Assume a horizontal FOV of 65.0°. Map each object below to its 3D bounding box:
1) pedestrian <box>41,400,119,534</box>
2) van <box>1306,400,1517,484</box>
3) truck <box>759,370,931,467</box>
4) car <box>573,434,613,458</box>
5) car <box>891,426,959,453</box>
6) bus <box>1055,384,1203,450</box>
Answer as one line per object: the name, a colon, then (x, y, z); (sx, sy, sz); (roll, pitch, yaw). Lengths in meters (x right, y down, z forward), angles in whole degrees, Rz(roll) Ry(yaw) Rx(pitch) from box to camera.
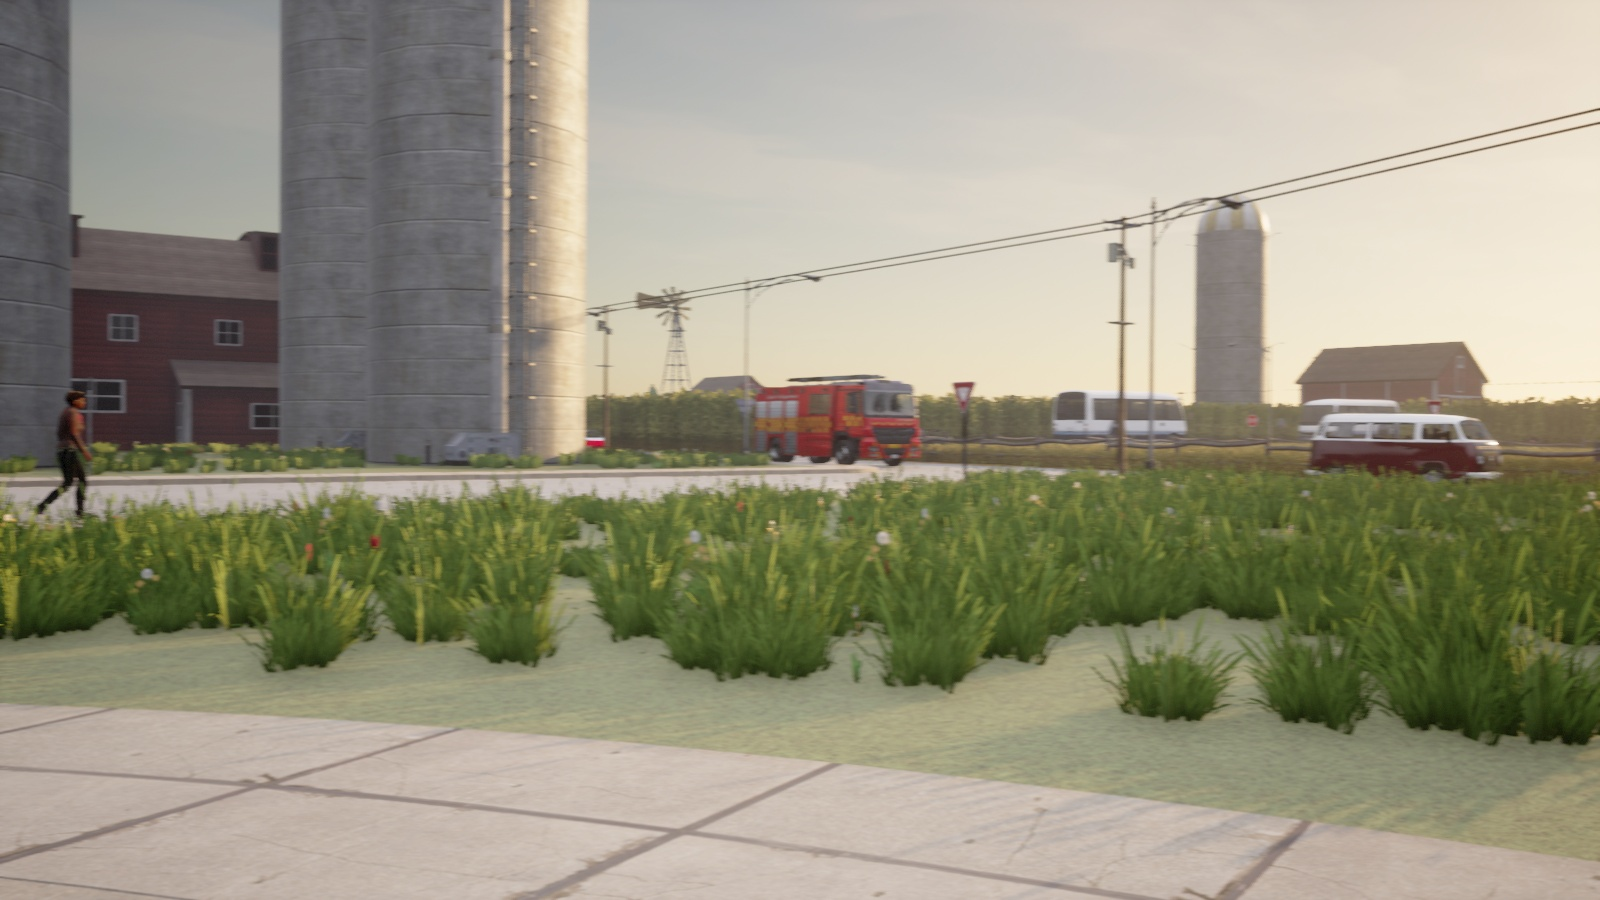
pedestrian: (-9.902, 0.217, 17.271); (0.869, 1.805, 0.328); (-1, 1, -36)
van: (15.806, -0.221, 32.634); (2.069, 2.038, 4.480); (-1, 1, -40)
truck: (1.731, -1.291, 53.490); (2.891, 3.827, 8.468); (-1, 1, -34)
car: (-12.210, -0.249, 73.939); (1.481, 1.376, 2.207); (-1, 0, -34)
car: (7.898, -0.692, 79.065); (3.988, 1.617, 1.851); (-1, 1, -34)
bus: (22.383, -2.262, 85.144); (10.273, 4.253, 3.944); (-2, 1, -34)
